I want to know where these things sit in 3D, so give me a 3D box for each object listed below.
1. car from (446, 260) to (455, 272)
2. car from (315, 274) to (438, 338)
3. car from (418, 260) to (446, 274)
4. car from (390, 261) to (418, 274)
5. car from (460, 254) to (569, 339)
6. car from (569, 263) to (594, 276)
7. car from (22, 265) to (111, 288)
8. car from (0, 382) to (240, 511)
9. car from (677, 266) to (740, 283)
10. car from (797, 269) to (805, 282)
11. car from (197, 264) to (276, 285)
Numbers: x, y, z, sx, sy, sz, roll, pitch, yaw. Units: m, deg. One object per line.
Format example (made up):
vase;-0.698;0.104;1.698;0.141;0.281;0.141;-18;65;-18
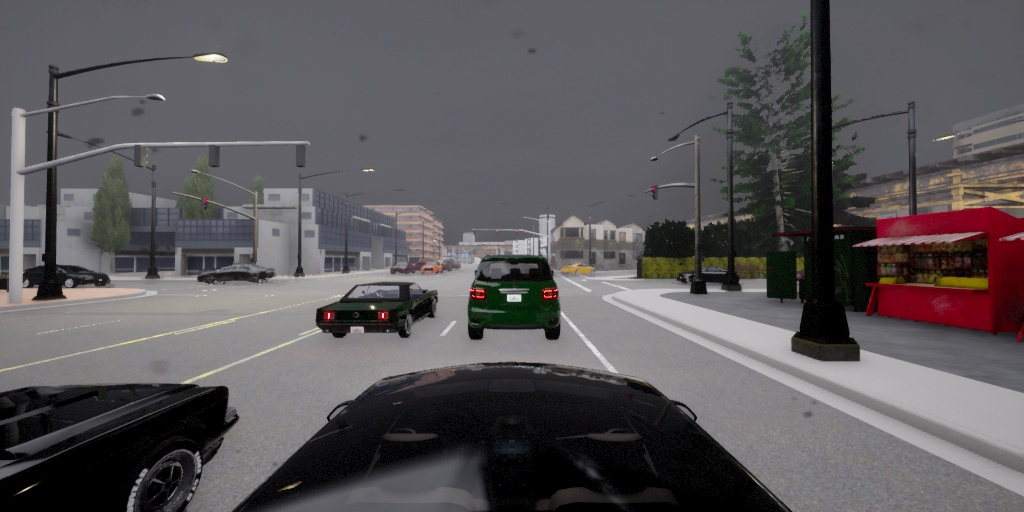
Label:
car;-10.620;1.739;56.326;1.994;1.385;4.181;0;0;-1
car;-3.435;1.368;10.223;1.895;1.301;4.718;0;0;0
car;-10.615;1.468;47.719;2.097;1.767;4.553;0;0;0
car;-14.119;1.458;46.411;2.097;1.767;4.553;0;-1;0
car;0.062;0.986;10.206;2.150;2.045;5.566;0;0;0
car;8.139;1.581;43.938;5.008;1.535;1.882;1;-1;-43
car;-29.637;1.343;23.733;4.892;1.490;1.837;0;-1;1
car;-3.402;1.351;1.084;1.895;1.301;4.718;0;0;0
car;14.753;1.448;27.089;4.181;1.385;1.994;0;-1;0
car;23.250;1.409;27.020;4.674;1.442;1.812;0;-1;1
car;-20.902;1.383;27.385;4.902;1.511;2.128;0;0;-13
